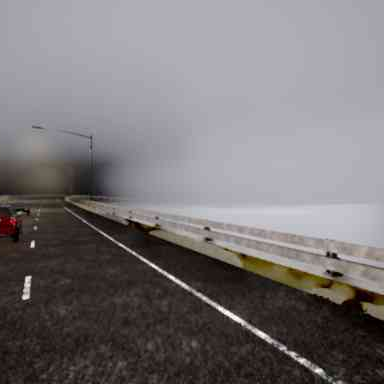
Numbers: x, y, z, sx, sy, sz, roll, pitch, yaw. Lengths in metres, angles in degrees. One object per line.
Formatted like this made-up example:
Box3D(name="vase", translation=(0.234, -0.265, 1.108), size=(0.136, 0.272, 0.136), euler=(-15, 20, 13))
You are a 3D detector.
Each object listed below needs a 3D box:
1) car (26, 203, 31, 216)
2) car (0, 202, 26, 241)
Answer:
Box3D(name="car", translation=(-17.112, 1.681, 33.143), size=(1.895, 1.301, 4.718), euler=(1, 0, -24))
Box3D(name="car", translation=(-9.615, 1.387, 16.479), size=(2.097, 1.767, 4.553), euler=(1, 0, -24))
